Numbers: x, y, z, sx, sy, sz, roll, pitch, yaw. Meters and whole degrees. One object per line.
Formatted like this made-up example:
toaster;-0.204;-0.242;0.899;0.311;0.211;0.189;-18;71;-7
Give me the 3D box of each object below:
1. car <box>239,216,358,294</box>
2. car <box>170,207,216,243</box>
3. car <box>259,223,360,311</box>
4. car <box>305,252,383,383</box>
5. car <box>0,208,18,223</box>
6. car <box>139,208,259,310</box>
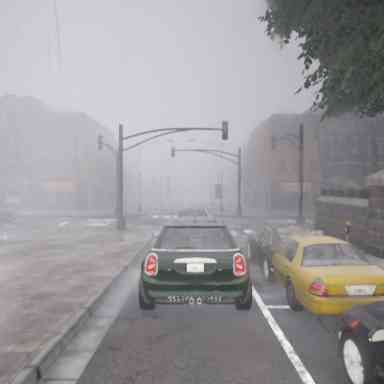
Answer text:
car;2.665;1.556;9.579;2.008;1.369;4.403;-1;0;0
car;0.036;1.568;17.421;2.033;1.411;5.357;0;-1;0
car;2.685;1.529;7.605;1.752;1.417;4.829;-1;0;0
car;2.625;1.552;2.444;2.008;1.369;4.403;-1;0;0
car;-14.725;1.443;23.081;4.892;1.490;1.837;1;1;0
car;0.077;1.356;7.987;2.097;1.767;4.553;0;0;0
